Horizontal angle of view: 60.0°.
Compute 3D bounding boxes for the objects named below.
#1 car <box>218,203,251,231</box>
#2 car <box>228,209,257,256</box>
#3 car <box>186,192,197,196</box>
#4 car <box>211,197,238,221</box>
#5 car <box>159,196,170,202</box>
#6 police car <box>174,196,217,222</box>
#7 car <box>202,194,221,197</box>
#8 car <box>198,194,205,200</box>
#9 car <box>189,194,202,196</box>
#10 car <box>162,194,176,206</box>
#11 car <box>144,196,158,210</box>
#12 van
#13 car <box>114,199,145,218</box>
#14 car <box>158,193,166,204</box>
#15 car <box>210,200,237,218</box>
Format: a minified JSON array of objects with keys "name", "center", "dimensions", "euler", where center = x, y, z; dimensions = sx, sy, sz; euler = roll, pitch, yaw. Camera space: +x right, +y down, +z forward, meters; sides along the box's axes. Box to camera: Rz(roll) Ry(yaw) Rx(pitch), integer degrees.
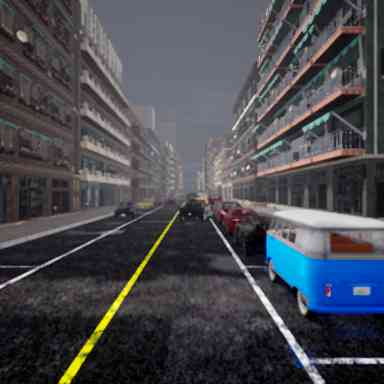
[{"name":"car","center":[2.697,1.511,18.397],"dimensions":[1.887,1.381,4.507],"euler":[0,0,0]},{"name":"car","center":[2.695,1.543,12.760],"dimensions":[1.947,1.339,4.313],"euler":[0,0,0]},{"name":"car","center":[0.019,1.090,62.575],"dimensions":[2.150,2.045,5.566],"euler":[0,0,0]},{"name":"car","center":[2.699,1.395,24.033],"dimensions":[1.967,1.590,4.097],"euler":[0,0,0]},{"name":"car","center":[-5.669,1.437,69.131],"dimensions":[1.802,1.307,4.206],"euler":[0,0,0]},{"name":"police car","center":[0.396,1.372,26.504],"dimensions":[1.930,1.638,5.238],"euler":[-1,0,13]},{"name":"car","center":[2.705,1.235,40.942],"dimensions":[2.192,1.841,5.009],"euler":[0,0,0]},{"name":"car","center":[2.719,1.327,91.840],"dimensions":[1.752,1.417,4.829],"euler":[0,0,0]},{"name":"car","center":[0.842,1.372,42.349],"dimensions":[1.801,1.575,5.366],"euler":[0,0,-1]},{"name":"car","center":[-3.059,1.460,51.496],"dimensions":[1.994,1.385,4.181],"euler":[0,0,0]},{"name":"car","center":[-5.677,1.445,40.778],"dimensions":[1.752,1.417,4.829],"euler":[0,0,0]},{"name":"van","center":[2.694,1.328,7.123],"dimensions":[1.690,1.788,3.998],"euler":[0,0,0]},{"name":"car","center":[-5.680,1.509,29.675],"dimensions":[1.947,1.339,4.313],"euler":[0,0,0]},{"name":"car","center":[-5.672,1.321,57.858],"dimensions":[1.967,1.590,4.097],"euler":[0,0,0]},{"name":"car","center":[2.701,1.494,29.669],"dimensions":[2.008,1.369,4.403],"euler":[0,0,0]}]
